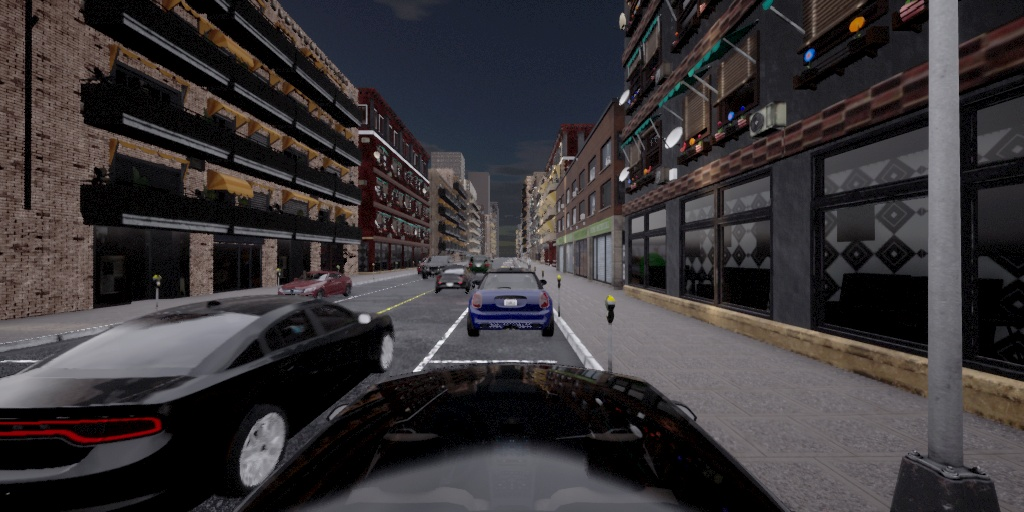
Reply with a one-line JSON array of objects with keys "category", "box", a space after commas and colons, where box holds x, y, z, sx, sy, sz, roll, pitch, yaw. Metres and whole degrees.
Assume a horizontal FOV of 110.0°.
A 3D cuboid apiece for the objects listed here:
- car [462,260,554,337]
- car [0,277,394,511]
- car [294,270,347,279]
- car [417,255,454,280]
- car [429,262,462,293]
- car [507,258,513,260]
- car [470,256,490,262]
[{"category": "car", "box": [-0.032, 1.103, 10.469, 2.097, 1.767, 4.553, 0, 0, 0]}, {"category": "car", "box": [-3.050, 1.228, 4.493, 1.882, 1.535, 5.008, 0, 0, 0]}, {"category": "car", "box": [-8.837, 1.333, 16.462, 1.802, 1.307, 4.207, 0, 0, 0]}, {"category": "car", "box": [-6.243, 0.971, 31.142, 2.150, 2.045, 5.566, 0, 0, 0]}, {"category": "car", "box": [-3.156, 1.276, 20.465, 1.812, 1.442, 4.674, 0, 0, 0]}, {"category": "car", "box": [-0.456, 1.275, 39.173, 1.751, 1.417, 4.829, 0, 0, 0]}, {"category": "car", "box": [-3.047, 0.971, 35.376, 2.150, 2.045, 5.566, 0, 0, 0]}]
